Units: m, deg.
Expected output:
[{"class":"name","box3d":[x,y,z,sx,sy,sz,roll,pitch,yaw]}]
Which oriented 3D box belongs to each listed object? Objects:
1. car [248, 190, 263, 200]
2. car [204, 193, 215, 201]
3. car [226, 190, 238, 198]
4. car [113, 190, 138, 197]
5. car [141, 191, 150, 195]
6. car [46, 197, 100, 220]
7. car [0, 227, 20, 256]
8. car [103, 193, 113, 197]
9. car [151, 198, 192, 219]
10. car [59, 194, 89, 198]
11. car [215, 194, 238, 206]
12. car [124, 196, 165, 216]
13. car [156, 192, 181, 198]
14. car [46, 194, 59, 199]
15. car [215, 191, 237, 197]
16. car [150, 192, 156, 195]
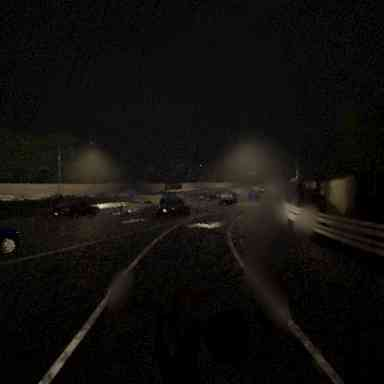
[{"class":"car","box3d":[13.239,0.889,70.238,1.882,1.535,5.008,0,1,19]},{"class":"car","box3d":[3.698,1.003,64.231,1.837,1.490,4.892,0,1,19]},{"class":"car","box3d":[9.781,0.555,81.530,2.097,1.767,4.553,0,1,19]},{"class":"car","box3d":[-13.263,0.659,68.751,2.150,2.045,5.566,0,1,20]},{"class":"car","box3d":[-11.328,0.646,84.788,1.837,1.490,4.892,0,1,19]},{"class":"car","box3d":[-9.490,1.443,27.327,1.812,1.442,4.674,0,1,20]},{"class":"car","box3d":[-7.992,1.559,10.716,1.882,1.535,5.008,-1,0,20]},{"class":"car","box3d":[-16.571,0.958,69.898,2.033,1.411,5.357,0,1,20]},{"class":"car","box3d":[-1.528,1.470,28.786,1.994,1.385,4.181,0,1,20]},{"class":"car","box3d":[-18.598,1.107,53.884,1.837,1.490,4.892,0,1,20]},{"class":"car","box3d":[5.233,1.292,47.642,1.895,1.301,4.718,0,1,20]},{"class":"car","box3d":[-4.562,1.408,30.695,1.812,1.442,4.674,0,1,20]},{"class":"car","box3d":[-2.756,1.056,46.091,2.097,1.767,4.553,0,1,20]},{"class":"car","box3d":[-21.909,1.065,54.995,1.882,1.535,5.008,0,1,20]},{"class":"car","box3d":[6.186,0.890,60.766,2.097,1.767,4.553,0,1,20]},{"class":"car","box3d":[-8.020,0.660,83.647,1.837,1.490,4.892,0,1,19]}]
